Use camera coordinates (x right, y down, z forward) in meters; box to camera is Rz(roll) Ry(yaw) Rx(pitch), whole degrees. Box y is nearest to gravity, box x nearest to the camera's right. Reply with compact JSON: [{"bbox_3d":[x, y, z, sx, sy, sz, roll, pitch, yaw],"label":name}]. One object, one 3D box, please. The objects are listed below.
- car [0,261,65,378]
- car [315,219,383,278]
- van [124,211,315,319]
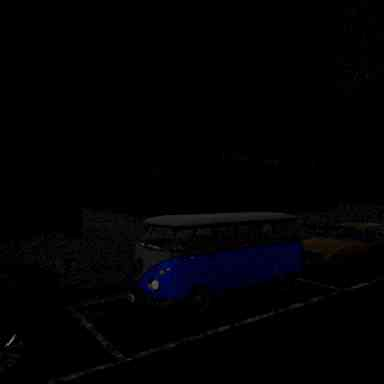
[{"bbox_3d":[-3.799,1.566,3.942,4.313,1.339,1.947,0,0,-35],"label":"car"},{"bbox_3d":[4.917,1.526,10.158,4.829,1.417,1.752,0,0,-35],"label":"car"},{"bbox_3d":[0.628,1.341,7.100,3.998,1.788,1.690,0,0,-35],"label":"van"}]
